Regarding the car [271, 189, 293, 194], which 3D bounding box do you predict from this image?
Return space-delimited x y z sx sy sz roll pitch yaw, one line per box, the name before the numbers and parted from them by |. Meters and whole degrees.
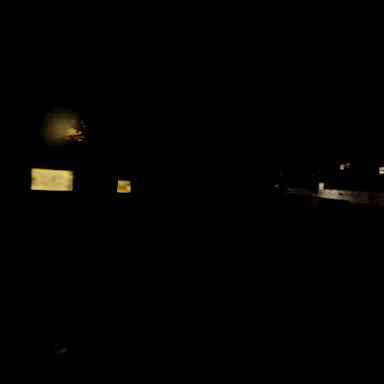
car | 14.257 0.252 52.173 2.128 1.511 4.902 1 2 -3
